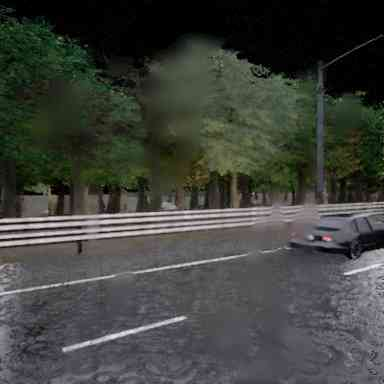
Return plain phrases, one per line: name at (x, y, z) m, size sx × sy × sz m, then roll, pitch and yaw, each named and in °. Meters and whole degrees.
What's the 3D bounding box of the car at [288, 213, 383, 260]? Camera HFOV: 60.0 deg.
car at (5.855, 1.504, 12.219) m, size 5.357 × 1.411 × 2.033 m, roll 0°, pitch 0°, yaw -35°
